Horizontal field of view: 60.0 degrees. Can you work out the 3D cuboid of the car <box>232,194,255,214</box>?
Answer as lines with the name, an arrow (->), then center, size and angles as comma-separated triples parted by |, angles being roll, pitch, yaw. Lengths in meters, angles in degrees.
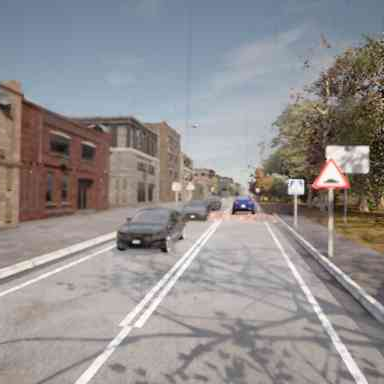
car -> 4.439, 1.180, 28.586 | 1.812, 1.442, 4.674 | 1, -6, 9

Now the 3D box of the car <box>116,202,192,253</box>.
car -> -1.465, 1.381, 13.577 | 1.882, 1.535, 5.008 | 1, 0, 9

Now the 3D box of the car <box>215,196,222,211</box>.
car -> 2.267, 1.210, 36.526 | 1.837, 1.490, 4.892 | 1, 1, 10

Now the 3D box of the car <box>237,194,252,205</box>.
car -> 8.180, 1.108, 51.547 | 2.128, 1.511, 4.902 | 1, 0, 10

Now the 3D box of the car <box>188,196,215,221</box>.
car -> 0.349, 1.256, 24.817 | 1.994, 1.385, 4.181 | 1, 7, 9
